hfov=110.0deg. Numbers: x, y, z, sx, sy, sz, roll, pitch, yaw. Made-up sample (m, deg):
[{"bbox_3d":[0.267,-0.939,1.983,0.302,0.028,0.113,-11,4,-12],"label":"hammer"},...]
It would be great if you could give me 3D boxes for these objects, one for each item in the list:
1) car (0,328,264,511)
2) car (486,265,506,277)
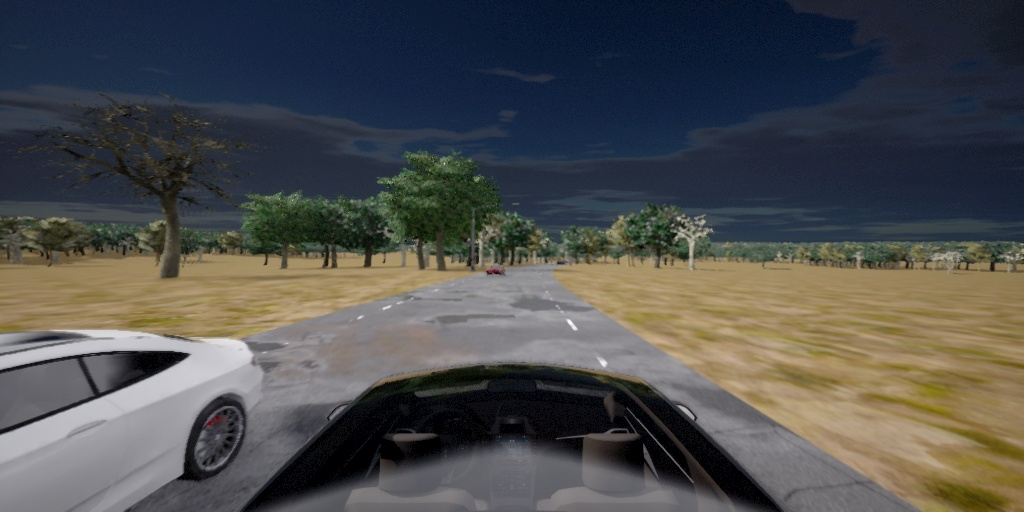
[{"bbox_3d":[-3.567,1.269,2.005,1.812,1.442,4.674,0,-1,0],"label":"car"},{"bbox_3d":[-1.907,1.748,42.660,1.895,1.301,4.718,0,-1,5],"label":"car"}]
